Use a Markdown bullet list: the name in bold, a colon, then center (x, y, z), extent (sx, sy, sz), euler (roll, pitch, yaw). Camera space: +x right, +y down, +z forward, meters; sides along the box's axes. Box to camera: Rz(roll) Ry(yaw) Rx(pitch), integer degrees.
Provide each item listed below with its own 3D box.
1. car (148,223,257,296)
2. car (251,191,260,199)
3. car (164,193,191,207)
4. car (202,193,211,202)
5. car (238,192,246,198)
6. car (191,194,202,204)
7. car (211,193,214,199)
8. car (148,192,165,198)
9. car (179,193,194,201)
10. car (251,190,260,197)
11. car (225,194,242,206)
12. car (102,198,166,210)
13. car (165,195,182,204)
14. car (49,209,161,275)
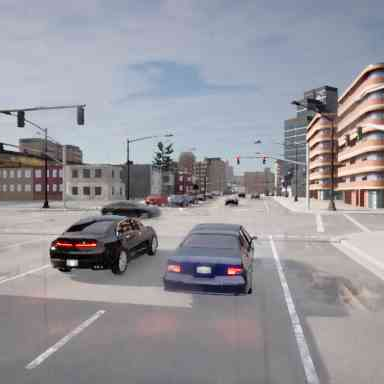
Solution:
- **car**: center (0.708, 1.547, 8.860), extent (2.033, 1.411, 5.357), euler (0, 0, 11)
- **car**: center (14.347, 0.881, 75.342), extent (2.128, 1.511, 4.902), euler (0, 1, 11)
- **car**: center (-1.944, 1.223, 47.389), extent (2.097, 1.767, 4.553), euler (0, 1, 11)
- **car**: center (1.770, 1.119, 65.949), extent (2.033, 1.411, 5.357), euler (0, 1, 12)
- **car**: center (12.947, 0.753, 86.377), extent (1.994, 1.385, 4.181), euler (0, 1, 11)
- **car**: center (-0.184, 1.235, 56.299), extent (2.128, 1.511, 4.902), euler (0, 1, 11)
- **car**: center (3.813, 0.862, 76.189), extent (1.882, 1.535, 5.008), euler (0, 1, 11)
- **car**: center (-5.152, 1.080, 49.265), extent (2.150, 2.045, 5.566), euler (0, 1, 11)
- **car**: center (-1.127, 1.073, 69.196), extent (2.033, 1.411, 5.357), euler (0, 1, 11)
- **car**: center (16.351, 0.464, 85.546), extent (2.097, 1.767, 4.553), euler (0, 1, 11)
- **car**: center (6.305, 1.388, 51.969), extent (1.895, 1.301, 4.718), euler (0, 1, 11)
- **car**: center (-4.940, 1.477, 26.982), extent (4.892, 1.490, 1.837), euler (0, 0, 10)
- **car**: center (-3.249, 1.238, 58.822), extent (1.812, 1.442, 4.674), euler (0, 1, 12)
- **car**: center (-2.509, 1.505, 10.604), extent (1.837, 1.490, 4.892), euler (0, 0, 11)
